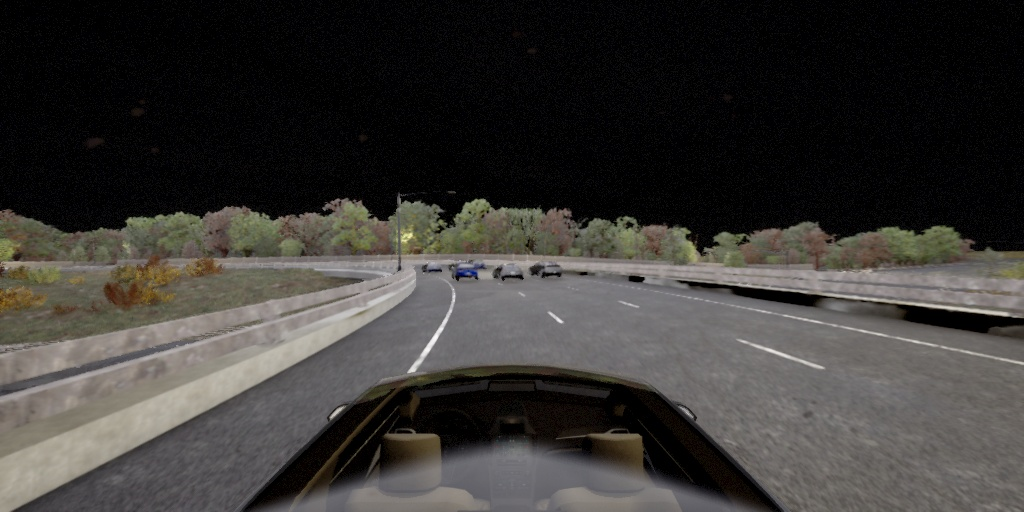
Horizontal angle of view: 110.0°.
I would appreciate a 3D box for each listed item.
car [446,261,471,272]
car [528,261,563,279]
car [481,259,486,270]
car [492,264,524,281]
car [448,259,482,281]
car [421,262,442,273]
[{"bbox_3d":[-7.562,1.420,50.163,2.128,1.511,4.902,-1,0,-26],"label":"car"},{"bbox_3d":[2.931,1.212,32.371,2.128,1.511,4.902,-1,0,-15],"label":"car"},{"bbox_3d":[-5.656,1.248,54.162,2.097,1.767,4.553,-1,0,-27],"label":"car"},{"bbox_3d":[-0.418,1.346,31.222,1.994,1.385,4.181,-1,0,-15],"label":"car"},{"bbox_3d":[-4.300,1.331,32.171,1.882,1.535,5.008,-1,0,-16],"label":"car"},{"bbox_3d":[-11.126,1.557,49.496,1.994,1.385,4.181,-1,0,-26],"label":"car"}]
